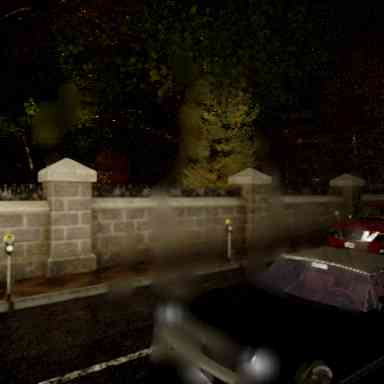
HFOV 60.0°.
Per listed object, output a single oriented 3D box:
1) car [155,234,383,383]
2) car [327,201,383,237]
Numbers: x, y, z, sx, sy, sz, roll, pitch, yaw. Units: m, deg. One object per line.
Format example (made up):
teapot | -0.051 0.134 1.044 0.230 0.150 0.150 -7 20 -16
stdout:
car | 1.893 1.580 4.731 4.718 1.301 1.895 0 0 -36
car | 6.746 1.253 11.360 5.009 1.841 2.192 0 1 -36
